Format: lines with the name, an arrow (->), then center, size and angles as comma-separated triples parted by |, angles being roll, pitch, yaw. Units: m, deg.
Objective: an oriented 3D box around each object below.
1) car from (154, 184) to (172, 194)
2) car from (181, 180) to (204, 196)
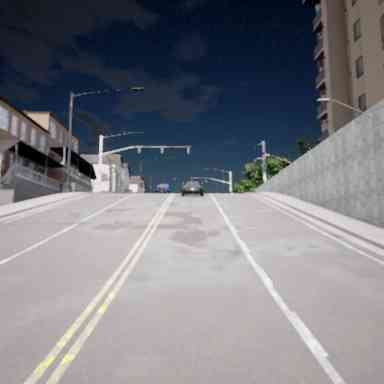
car -> -3.510, -0.281, 40.860 | 1.882, 1.535, 5.008 | 0, -3, 0
car -> 0.062, -0.388, 29.965 | 1.994, 1.385, 4.181 | 0, 3, 0
